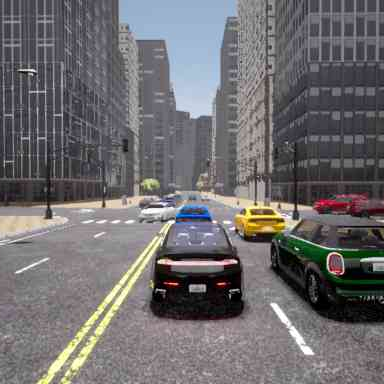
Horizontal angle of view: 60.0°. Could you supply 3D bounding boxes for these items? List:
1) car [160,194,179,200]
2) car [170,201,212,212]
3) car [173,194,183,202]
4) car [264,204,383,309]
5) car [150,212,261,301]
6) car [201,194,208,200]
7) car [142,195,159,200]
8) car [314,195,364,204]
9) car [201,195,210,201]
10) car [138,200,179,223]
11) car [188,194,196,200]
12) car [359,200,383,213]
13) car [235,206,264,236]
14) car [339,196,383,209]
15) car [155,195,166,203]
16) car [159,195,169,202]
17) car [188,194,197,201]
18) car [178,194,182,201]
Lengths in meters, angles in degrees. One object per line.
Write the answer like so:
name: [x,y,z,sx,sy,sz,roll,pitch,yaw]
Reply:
car: [-3.297,1.491,49.504,1.812,1.442,4.674,0,0,0]
car: [0.118,1.468,17.809,1.882,1.535,5.008,0,0,1]
car: [-3.183,1.286,77.128,2.097,1.767,4.553,0,0,0]
car: [3.356,1.348,8.017,2.097,1.767,4.553,0,0,0]
car: [0.105,1.488,8.304,2.128,1.511,4.902,0,0,0]
car: [3.330,1.337,90.640,1.895,1.301,4.718,0,0,0]
car: [-6.542,1.513,49.076,2.033,1.411,5.357,0,0,0]
car: [15.736,1.327,35.175,5.566,2.045,2.150,0,1,1]
car: [3.321,1.513,80.638,1.895,1.301,4.718,0,0,0]
car: [-2.636,1.544,25.565,1.812,1.442,4.674,-1,-1,11]
car: [0.080,1.267,90.614,2.128,1.511,4.902,0,0,0]
car: [21.842,1.643,37.673,4.829,1.417,1.752,1,0,1]
car: [3.364,1.469,17.196,1.882,1.535,5.008,0,0,0]
car: [16.226,1.519,29.392,5.009,1.841,2.192,1,0,1]
car: [-6.450,1.448,67.984,1.837,1.490,4.892,0,0,0]
car: [-6.433,1.482,77.962,1.994,1.385,4.181,0,0,0]
car: [0.071,1.273,80.581,2.097,1.767,4.553,0,0,0]
car: [-3.274,1.519,58.249,1.994,1.385,4.181,0,0,1]
